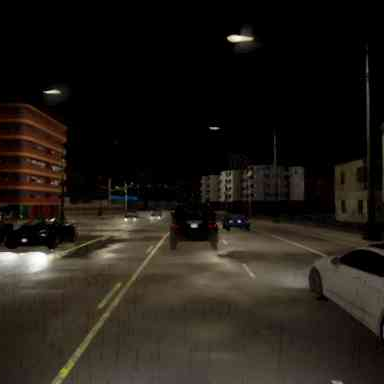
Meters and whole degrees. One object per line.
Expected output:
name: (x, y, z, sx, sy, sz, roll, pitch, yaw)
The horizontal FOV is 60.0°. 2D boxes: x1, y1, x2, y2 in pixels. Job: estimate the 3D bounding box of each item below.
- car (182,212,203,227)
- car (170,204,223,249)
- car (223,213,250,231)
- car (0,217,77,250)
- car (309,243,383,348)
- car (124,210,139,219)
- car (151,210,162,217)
car: (0.079, 2.760, 33.990, 1.994, 1.385, 4.181, 0, -3, 0)
car: (0.090, 1.605, 16.581, 2.150, 2.045, 5.566, 0, -2, 0)
car: (3.583, 2.429, 27.760, 2.033, 1.411, 5.357, 0, -3, 0)
car: (-7.110, 1.931, 16.107, 1.994, 1.385, 4.181, 0, -2, 0)
car: (3.587, 1.610, 5.722, 1.812, 1.442, 4.674, 0, -1, 0)
car: (-10.573, 3.937, 58.684, 1.812, 1.442, 4.674, 0, -3, 1)
car: (-7.033, 4.334, 67.424, 1.812, 1.442, 4.674, 0, -3, -2)
